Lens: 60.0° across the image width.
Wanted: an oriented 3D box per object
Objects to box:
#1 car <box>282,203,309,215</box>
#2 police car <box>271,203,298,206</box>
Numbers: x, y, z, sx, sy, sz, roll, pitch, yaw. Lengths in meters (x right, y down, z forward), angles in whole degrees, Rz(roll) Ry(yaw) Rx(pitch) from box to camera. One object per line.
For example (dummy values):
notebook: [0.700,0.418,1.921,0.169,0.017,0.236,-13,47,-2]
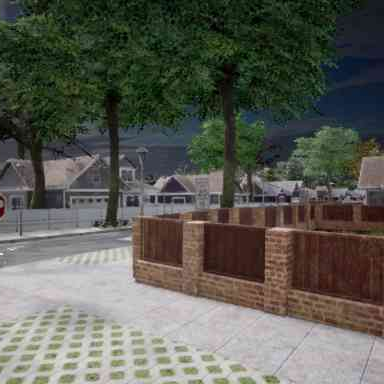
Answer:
car: [14.538,2.363,46.524,2.128,1.511,4.902,-1,-2,35]
police car: [8.603,1.982,33.171,1.930,1.638,5.238,-1,-2,35]
